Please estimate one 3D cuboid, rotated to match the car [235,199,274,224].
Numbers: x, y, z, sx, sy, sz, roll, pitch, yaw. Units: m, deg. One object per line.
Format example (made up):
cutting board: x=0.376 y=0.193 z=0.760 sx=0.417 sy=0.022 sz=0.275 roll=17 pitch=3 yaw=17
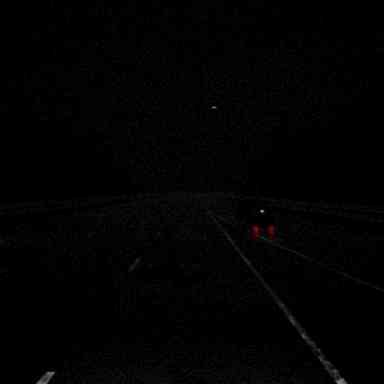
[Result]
car: x=4.415 y=1.326 z=23.974 sx=2.033 sy=1.649 sz=4.856 roll=0 pitch=0 yaw=-4
